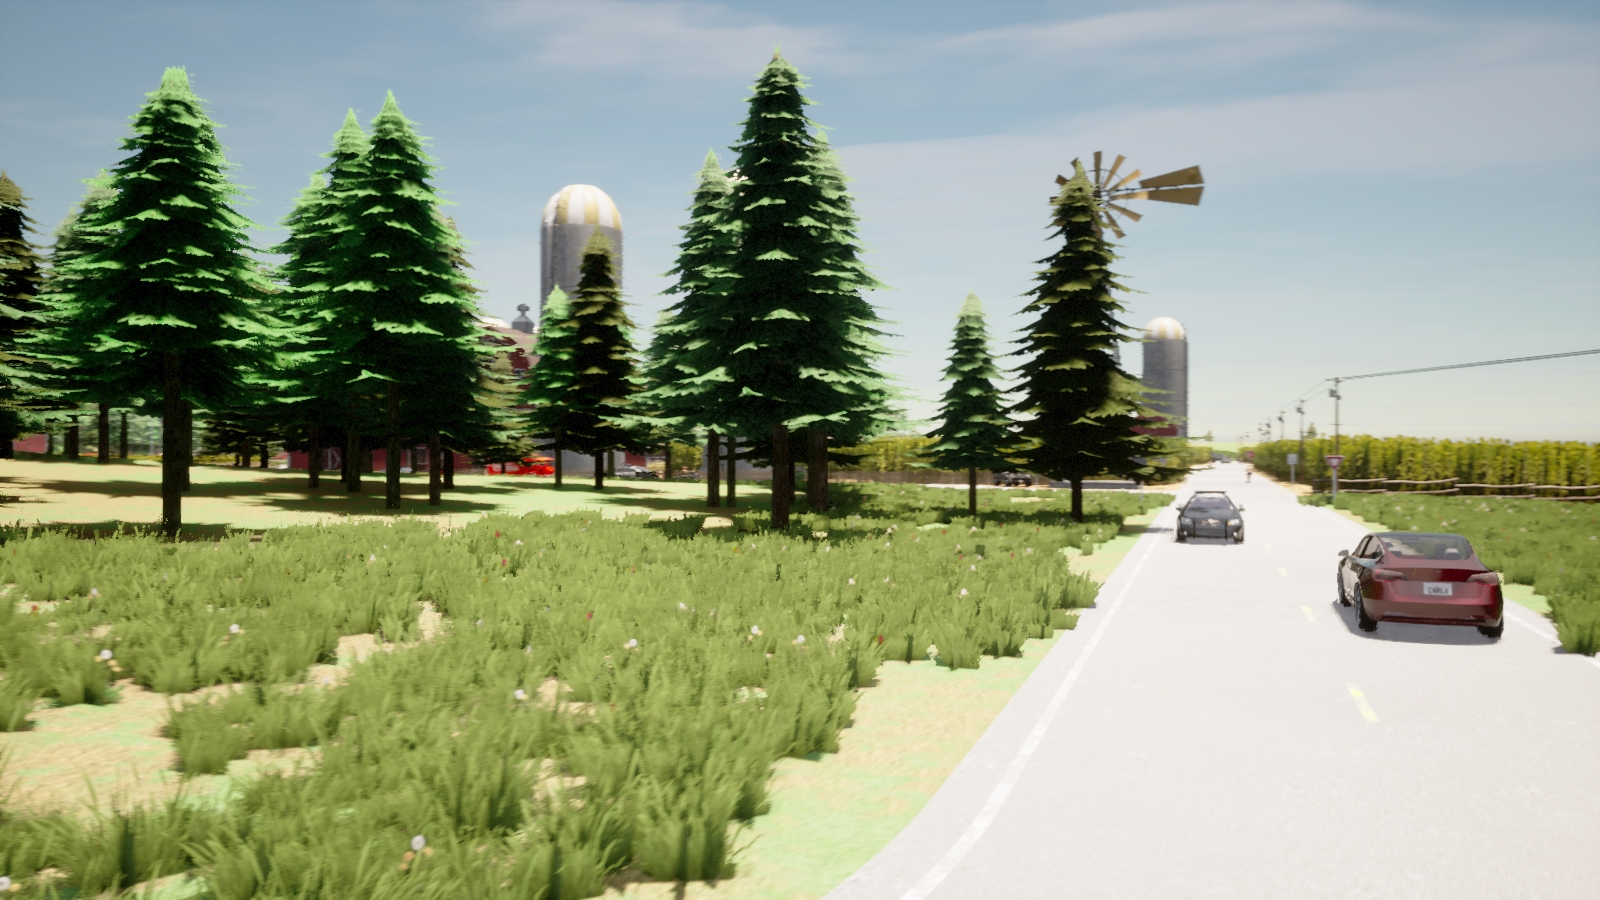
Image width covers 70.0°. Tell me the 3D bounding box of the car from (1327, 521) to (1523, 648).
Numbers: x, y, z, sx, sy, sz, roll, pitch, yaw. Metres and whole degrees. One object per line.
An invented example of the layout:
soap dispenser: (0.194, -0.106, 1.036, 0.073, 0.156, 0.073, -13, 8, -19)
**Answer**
car: (10.077, 2.073, 18.833, 2.163, 1.488, 4.792, 0, 0, 20)

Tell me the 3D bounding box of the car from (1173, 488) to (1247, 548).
car: (12.849, 2.060, 35.862, 2.038, 1.542, 4.974, 0, 0, 20)
